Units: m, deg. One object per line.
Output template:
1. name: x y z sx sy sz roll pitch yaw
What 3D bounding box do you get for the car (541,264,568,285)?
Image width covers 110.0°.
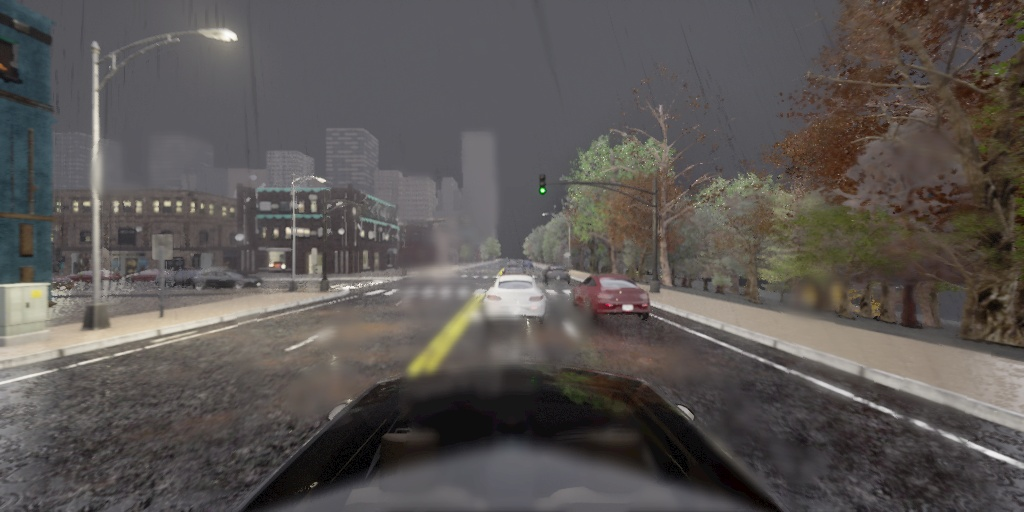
1. car: 3.401 1.405 28.178 2.128 1.511 4.902 0 0 0

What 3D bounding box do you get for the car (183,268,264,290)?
1. car: -19.902 1.713 25.213 4.313 1.339 1.948 0 0 0

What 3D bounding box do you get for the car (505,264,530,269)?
1. car: 0.150 1.508 27.161 1.895 1.301 4.718 0 0 0

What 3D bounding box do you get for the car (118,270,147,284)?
1. car: -33.752 1.857 33.761 4.207 1.307 1.802 0 0 0

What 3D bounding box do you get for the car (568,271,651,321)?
1. car: 3.354 1.344 12.694 1.812 1.442 4.674 0 0 0

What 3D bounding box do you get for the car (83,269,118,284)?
1. car: -39.286 1.920 33.779 4.207 1.307 1.802 0 0 0

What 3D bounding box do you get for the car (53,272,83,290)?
1. car: -33.778 1.746 25.380 4.097 1.591 1.967 0 0 0

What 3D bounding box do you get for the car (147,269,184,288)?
1. car: -24.538 1.738 27.938 5.357 1.411 2.033 -1 0 0

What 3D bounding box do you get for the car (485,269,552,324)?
1. car: 0.122 1.340 12.083 1.812 1.442 4.674 0 0 0
